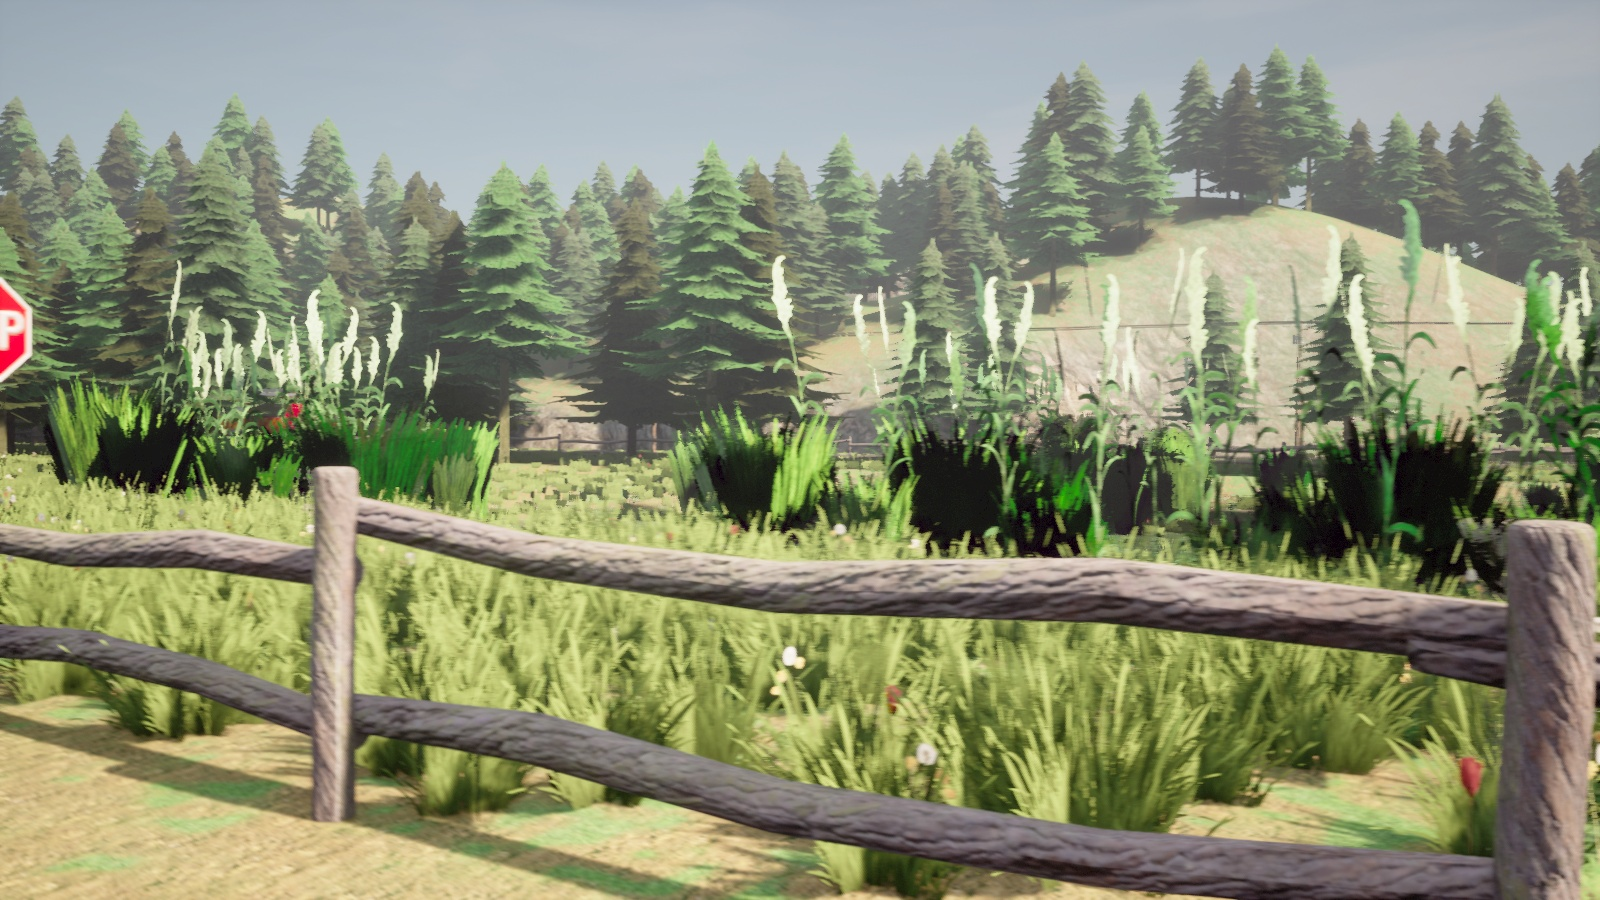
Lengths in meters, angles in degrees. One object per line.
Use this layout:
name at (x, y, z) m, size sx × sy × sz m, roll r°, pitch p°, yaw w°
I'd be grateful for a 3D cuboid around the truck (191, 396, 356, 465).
truck at (-30.672, -1.121, 73.291) m, size 8.468 × 3.827 × 2.891 m, roll 0°, pitch 1°, yaw 5°
